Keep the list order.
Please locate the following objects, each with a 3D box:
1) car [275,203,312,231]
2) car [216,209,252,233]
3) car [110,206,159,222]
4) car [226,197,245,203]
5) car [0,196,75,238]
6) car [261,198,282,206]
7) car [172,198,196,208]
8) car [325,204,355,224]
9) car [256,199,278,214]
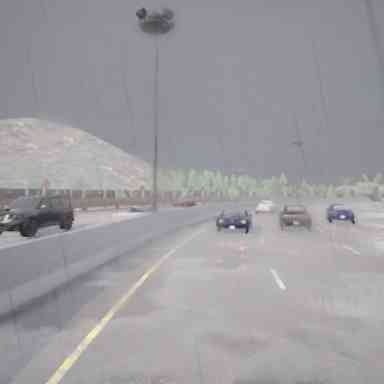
[{"bbox_3d":[6.602,1.587,21.471,2.128,1.511,4.902,0,0,14],"label":"car"},{"bbox_3d":[2.721,1.675,20.559,1.895,1.301,4.718,0,0,13],"label":"car"},{"bbox_3d":[-3.934,1.651,23.532,1.895,1.301,4.718,0,0,15],"label":"car"},{"bbox_3d":[7.489,1.711,57.352,1.837,1.490,4.892,0,0,34],"label":"car"},{"bbox_3d":[-8.649,1.233,18.335,2.150,2.045,5.566,0,0,11],"label":"car"},{"bbox_3d":[14.726,1.876,61.375,1.895,1.301,4.718,0,0,38],"label":"car"},{"bbox_3d":[-1.169,1.618,49.748,1.882,1.535,5.008,0,-1,28],"label":"car"},{"bbox_3d":[11.724,1.661,26.495,1.812,1.442,4.674,0,0,18],"label":"car"},{"bbox_3d":[8.485,1.677,37.335,1.812,1.442,4.674,0,0,24],"label":"car"}]
